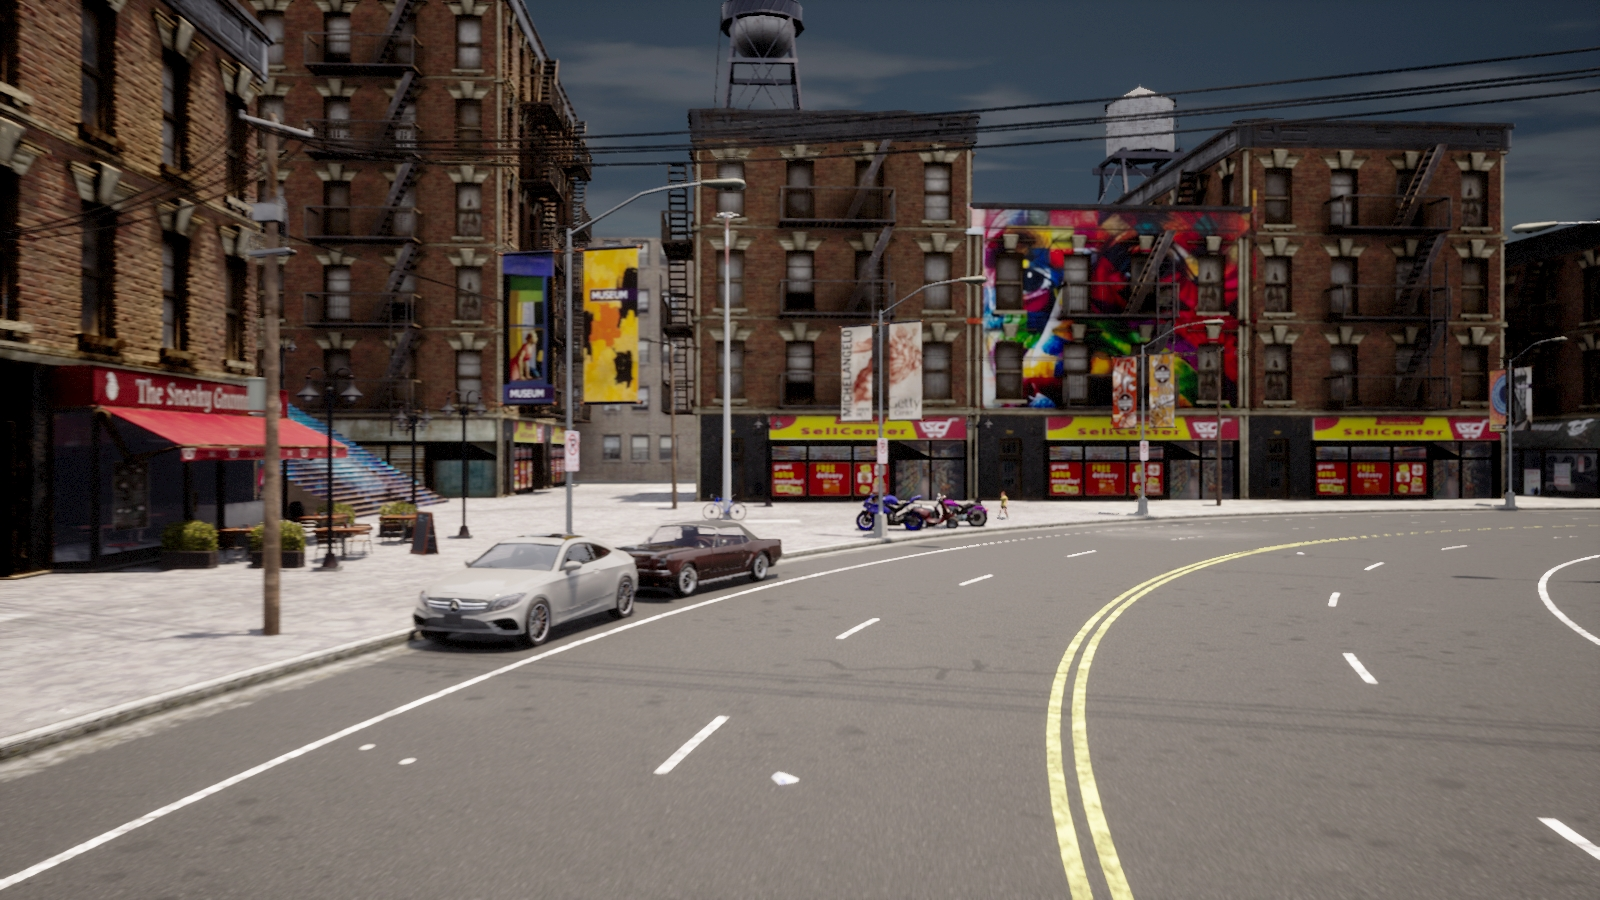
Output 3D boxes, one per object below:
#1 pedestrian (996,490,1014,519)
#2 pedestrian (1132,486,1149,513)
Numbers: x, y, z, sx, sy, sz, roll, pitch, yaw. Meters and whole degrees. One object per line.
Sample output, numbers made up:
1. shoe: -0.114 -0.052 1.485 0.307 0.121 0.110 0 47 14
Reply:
1. pedestrian: 7.821 2.080 43.586 0.500 1.100 0.500 0 0 -37
2. pedestrian: 14.316 2.083 48.019 0.500 1.100 0.500 0 0 -20
